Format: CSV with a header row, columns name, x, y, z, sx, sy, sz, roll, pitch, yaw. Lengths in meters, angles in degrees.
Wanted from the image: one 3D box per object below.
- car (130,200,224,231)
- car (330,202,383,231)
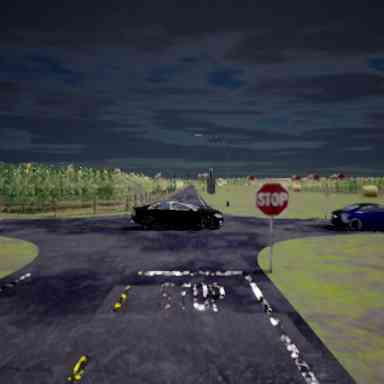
name,x,y,z,sx,sy,sz,roll,pitch,yaw
car,-0.784,1.169,17.577,4.902,1.511,2.128,0,2,-1
car,9.637,1.270,17.755,4.181,1.385,1.994,0,2,-1
